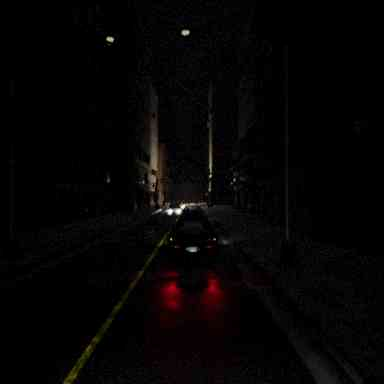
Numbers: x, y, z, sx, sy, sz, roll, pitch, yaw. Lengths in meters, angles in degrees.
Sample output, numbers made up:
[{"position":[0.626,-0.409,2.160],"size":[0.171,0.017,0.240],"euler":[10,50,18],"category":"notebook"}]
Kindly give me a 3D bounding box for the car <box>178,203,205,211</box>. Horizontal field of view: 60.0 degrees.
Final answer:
[{"position":[0.050,1.869,28.500],"size":[1.882,1.535,5.008],"euler":[0,0,0],"category":"car"}]

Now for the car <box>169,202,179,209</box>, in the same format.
[{"position":[-3.039,2.400,58.897],"size":[1.895,1.301,4.718],"euler":[0,-1,0],"category":"car"}]

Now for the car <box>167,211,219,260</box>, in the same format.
[{"position":[0.051,1.704,13.028],"size":[1.812,1.442,4.674],"euler":[0,-1,1],"category":"car"}]
